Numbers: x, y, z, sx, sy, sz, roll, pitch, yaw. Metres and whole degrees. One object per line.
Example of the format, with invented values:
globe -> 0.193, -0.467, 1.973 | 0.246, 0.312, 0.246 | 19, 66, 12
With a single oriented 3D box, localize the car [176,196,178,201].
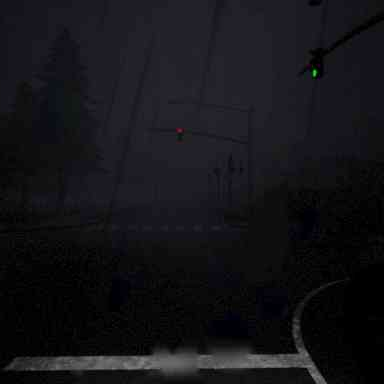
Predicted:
car -> -2.202, 1.327, 71.061 | 1.812, 1.442, 4.674 | 0, 0, -13

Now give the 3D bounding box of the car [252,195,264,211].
car -> 8.866, 1.144, 36.257 | 4.605, 1.855, 1.932 | 0, 0, -1

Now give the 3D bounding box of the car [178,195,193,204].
car -> -0.909, 1.518, 60.877 | 2.033, 1.411, 5.357 | 0, 0, -7
